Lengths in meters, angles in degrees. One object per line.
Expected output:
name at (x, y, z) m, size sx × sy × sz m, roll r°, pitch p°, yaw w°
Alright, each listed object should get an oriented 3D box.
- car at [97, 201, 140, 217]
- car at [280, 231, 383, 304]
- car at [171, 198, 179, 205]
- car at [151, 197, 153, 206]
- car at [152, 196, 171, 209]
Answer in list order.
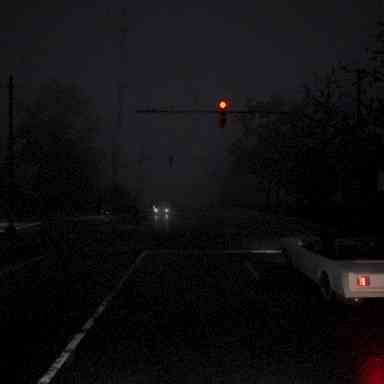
car at (-7.029, 1.573, 32.198) m, size 1.994 × 1.385 × 4.181 m, roll 0°, pitch 0°, yaw 38°
car at (3.594, 1.600, 8.107) m, size 1.895 × 1.301 × 4.718 m, roll 0°, pitch 0°, yaw 0°
car at (-4.994, 2.123, 73.582) m, size 1.882 × 1.535 × 5.008 m, roll 0°, pitch -1°, yaw -19°
car at (-6.980, 1.741, 67.043) m, size 2.150 × 2.045 × 5.566 m, roll 0°, pitch -2°, yaw -12°
car at (-4.464, 1.648, 48.760) m, size 1.837 × 1.490 × 4.892 m, roll 0°, pitch -1°, yaw -5°
